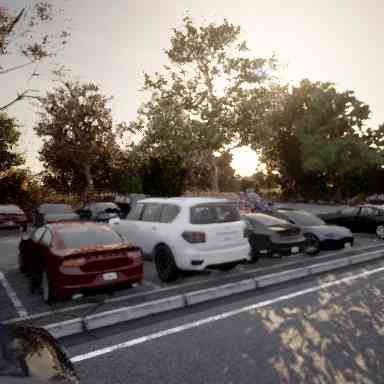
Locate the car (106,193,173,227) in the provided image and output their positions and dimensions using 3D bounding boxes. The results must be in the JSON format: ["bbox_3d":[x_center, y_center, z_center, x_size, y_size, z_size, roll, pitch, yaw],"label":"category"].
[{"bbox_3d":[-3.886,1.132,23.722,2.435,2.045,5.566,-1,0,-36],"label":"car"}]

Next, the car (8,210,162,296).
[{"bbox_3d":[-2.987,1.448,8.311,2.097,1.535,5.008,-1,0,-36],"label":"car"}]

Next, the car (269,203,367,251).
[{"bbox_3d":[3.866,1.410,13.184,2.163,1.488,4.792,0,0,-36],"label":"car"}]

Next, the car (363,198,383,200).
[{"bbox_3d":[10.579,1.325,18.250,1.946,1.575,5.366,0,0,-36],"label":"car"}]

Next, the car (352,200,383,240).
[{"bbox_3d":[8.413,1.343,16.466,2.097,1.535,5.008,0,0,-36],"label":"car"}]

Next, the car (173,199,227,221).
[{"bbox_3d":[0.532,1.387,26.913,2.002,1.452,4.674,0,0,-36],"label":"car"}]

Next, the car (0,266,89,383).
[{"bbox_3d":[-2.727,1.575,1.740,4.181,1.385,1.994,-1,0,-35],"label":"car"}]

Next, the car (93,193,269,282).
[{"bbox_3d":[-0.728,1.174,9.968,2.435,2.045,5.566,-1,0,-36],"label":"car"}]

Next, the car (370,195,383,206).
[{"bbox_3d":[27.940,1.172,46.296,1.946,1.575,5.366,0,0,-36],"label":"car"}]

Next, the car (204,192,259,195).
[{"bbox_3d":[2.911,1.080,28.582,2.435,2.045,5.566,0,0,-36],"label":"car"}]

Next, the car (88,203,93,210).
[{"bbox_3d":[-6.180,1.435,22.150,2.163,1.488,4.792,-1,0,-36],"label":"car"}]

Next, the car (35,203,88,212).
[{"bbox_3d":[-8.412,1.458,20.482,2.163,1.488,4.792,-1,0,-36],"label":"car"}]

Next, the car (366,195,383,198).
[{"bbox_3d":[25.571,1.191,44.835,2.231,1.521,4.892,0,0,-36],"label":"car"}]

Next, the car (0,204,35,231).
[{"bbox_3d":[-10.691,1.451,18.881,2.097,1.535,5.008,-1,0,-36],"label":"car"}]

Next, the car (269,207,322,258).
[{"bbox_3d":[1.576,1.403,11.576,2.231,1.521,4.892,-1,0,-36],"label":"car"}]

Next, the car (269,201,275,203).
[{"bbox_3d":[5.075,1.066,30.132,2.435,2.045,5.566,0,0,-36],"label":"car"}]

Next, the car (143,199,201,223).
[{"bbox_3d":[-1.631,1.365,25.363,2.097,1.535,5.008,0,0,-36],"label":"car"}]
